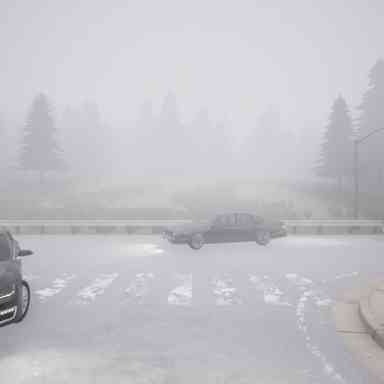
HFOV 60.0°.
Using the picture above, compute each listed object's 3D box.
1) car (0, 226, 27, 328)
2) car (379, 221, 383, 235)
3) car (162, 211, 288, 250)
[{"bbox_3d":[-4.456,1.505,6.688,1.837,1.490,4.892,0,0,-28],"label":"car"},{"bbox_3d":[11.240,1.492,15.204,4.902,1.511,2.128,0,0,0],"label":"car"},{"bbox_3d":[1.461,1.548,14.328,5.357,1.411,2.033,0,0,-20],"label":"car"}]
